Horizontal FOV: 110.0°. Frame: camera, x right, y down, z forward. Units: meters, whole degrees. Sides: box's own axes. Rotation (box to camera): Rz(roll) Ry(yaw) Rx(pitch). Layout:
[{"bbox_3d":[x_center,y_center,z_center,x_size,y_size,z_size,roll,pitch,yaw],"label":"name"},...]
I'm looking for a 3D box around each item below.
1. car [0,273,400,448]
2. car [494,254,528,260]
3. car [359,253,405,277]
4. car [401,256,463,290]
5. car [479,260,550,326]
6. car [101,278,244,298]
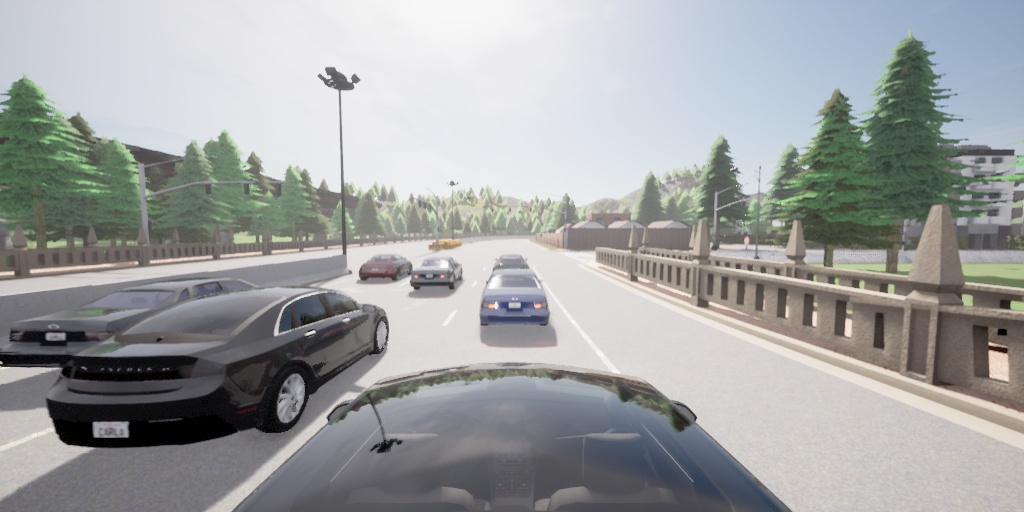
[{"bbox_3d":[-3.424,1.207,5.466,1.837,1.490,4.892,0,1,0],"label":"car"},{"bbox_3d":[-0.039,0.572,19.912,1.994,1.385,4.181,0,4,0],"label":"car"},{"bbox_3d":[-7.041,0.536,20.389,1.994,1.385,4.181,0,4,-1],"label":"car"},{"bbox_3d":[-3.503,0.716,17.324,2.033,1.411,5.357,0,4,-2],"label":"car"},{"bbox_3d":[0.041,1.080,10.836,2.033,1.411,5.357,0,2,0],"label":"car"},{"bbox_3d":[-6.934,1.188,7.944,2.033,1.411,5.357,0,2,0],"label":"car"}]
